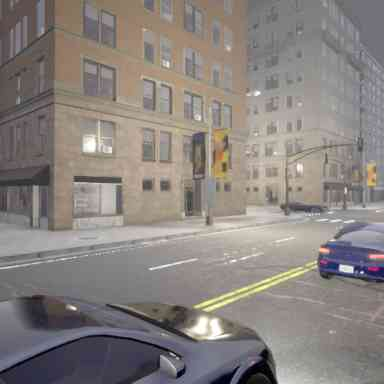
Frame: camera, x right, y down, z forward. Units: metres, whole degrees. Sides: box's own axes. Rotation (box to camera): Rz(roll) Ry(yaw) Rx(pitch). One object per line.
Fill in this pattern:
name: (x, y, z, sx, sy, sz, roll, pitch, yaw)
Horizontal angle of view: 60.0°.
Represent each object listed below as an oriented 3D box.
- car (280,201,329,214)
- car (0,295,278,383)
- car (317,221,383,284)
car: (11.807, 1.599, 34.933, 4.718, 1.301, 1.895, 0, 0, 43)
car: (-1.043, 1.564, 2.568, 1.994, 1.385, 4.181, 0, 0, 43)
car: (4.977, 1.528, 9.013, 1.812, 1.442, 4.674, 0, 0, 43)
